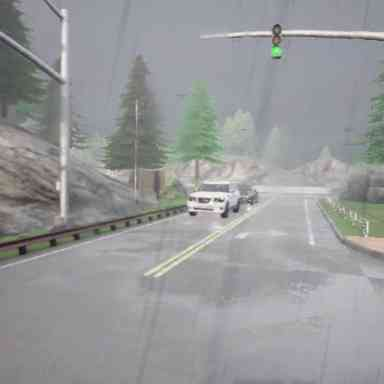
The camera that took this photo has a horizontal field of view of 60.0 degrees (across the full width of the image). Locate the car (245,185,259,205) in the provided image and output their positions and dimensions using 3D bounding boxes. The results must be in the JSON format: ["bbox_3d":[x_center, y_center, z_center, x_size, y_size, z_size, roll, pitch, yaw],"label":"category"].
[{"bbox_3d":[4.706,0.151,29.811,2.097,1.767,4.553,2,2,19],"label":"car"}]

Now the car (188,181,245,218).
[{"bbox_3d":[1.530,0.344,20.377,2.150,2.045,5.566,2,2,19],"label":"car"}]
